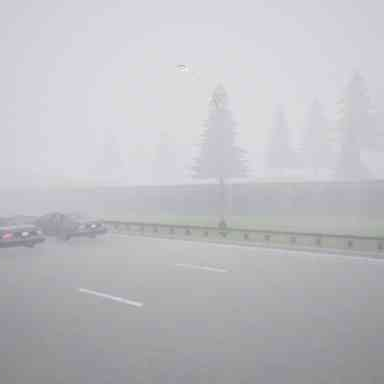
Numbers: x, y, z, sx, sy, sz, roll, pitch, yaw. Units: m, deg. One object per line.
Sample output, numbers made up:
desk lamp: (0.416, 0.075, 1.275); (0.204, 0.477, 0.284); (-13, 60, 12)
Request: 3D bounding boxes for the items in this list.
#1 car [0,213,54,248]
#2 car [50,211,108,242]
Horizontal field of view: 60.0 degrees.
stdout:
car: (-8.531, 1.710, 14.389); (5.357, 1.411, 2.033); (-1, 0, 36)
car: (-6.775, 1.713, 17.436); (5.357, 1.411, 2.033); (-1, 0, 36)
